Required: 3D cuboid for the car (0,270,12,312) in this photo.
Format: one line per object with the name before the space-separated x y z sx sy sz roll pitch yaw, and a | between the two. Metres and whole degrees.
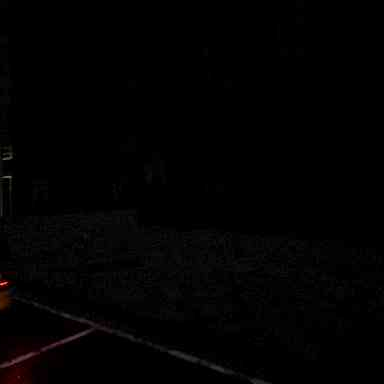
car | -5.562 1.542 6.484 5.366 1.575 1.801 -1 0 36
